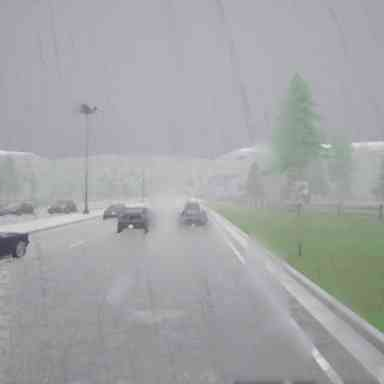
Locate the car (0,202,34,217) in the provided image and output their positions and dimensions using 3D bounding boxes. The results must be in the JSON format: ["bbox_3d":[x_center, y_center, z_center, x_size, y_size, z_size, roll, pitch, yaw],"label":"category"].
[{"bbox_3d":[-18.599,1.821,35.586,1.812,1.442,4.674,0,0,0],"label":"car"}]

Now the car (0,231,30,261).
[{"bbox_3d":[-6.897,1.686,10.150,1.895,1.301,4.718,0,0,0],"label":"car"}]

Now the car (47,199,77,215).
[{"bbox_3d":[-15.110,1.674,38.949,2.097,1.767,4.553,0,0,0],"label":"car"}]

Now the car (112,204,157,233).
[{"bbox_3d":[-3.395,1.679,20.865,1.837,1.490,4.892,0,0,0],"label":"car"}]

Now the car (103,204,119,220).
[{"bbox_3d":[-6.897,1.824,31.159,1.994,1.385,4.181,0,0,0],"label":"car"}]

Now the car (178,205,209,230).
[{"bbox_3d":[0.103,1.789,22.437,1.895,1.301,4.718,0,0,0],"label":"car"}]

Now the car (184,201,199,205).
[{"bbox_3d":[0.009,1.841,41.814,2.128,1.511,4.902,0,0,-1],"label":"car"}]
